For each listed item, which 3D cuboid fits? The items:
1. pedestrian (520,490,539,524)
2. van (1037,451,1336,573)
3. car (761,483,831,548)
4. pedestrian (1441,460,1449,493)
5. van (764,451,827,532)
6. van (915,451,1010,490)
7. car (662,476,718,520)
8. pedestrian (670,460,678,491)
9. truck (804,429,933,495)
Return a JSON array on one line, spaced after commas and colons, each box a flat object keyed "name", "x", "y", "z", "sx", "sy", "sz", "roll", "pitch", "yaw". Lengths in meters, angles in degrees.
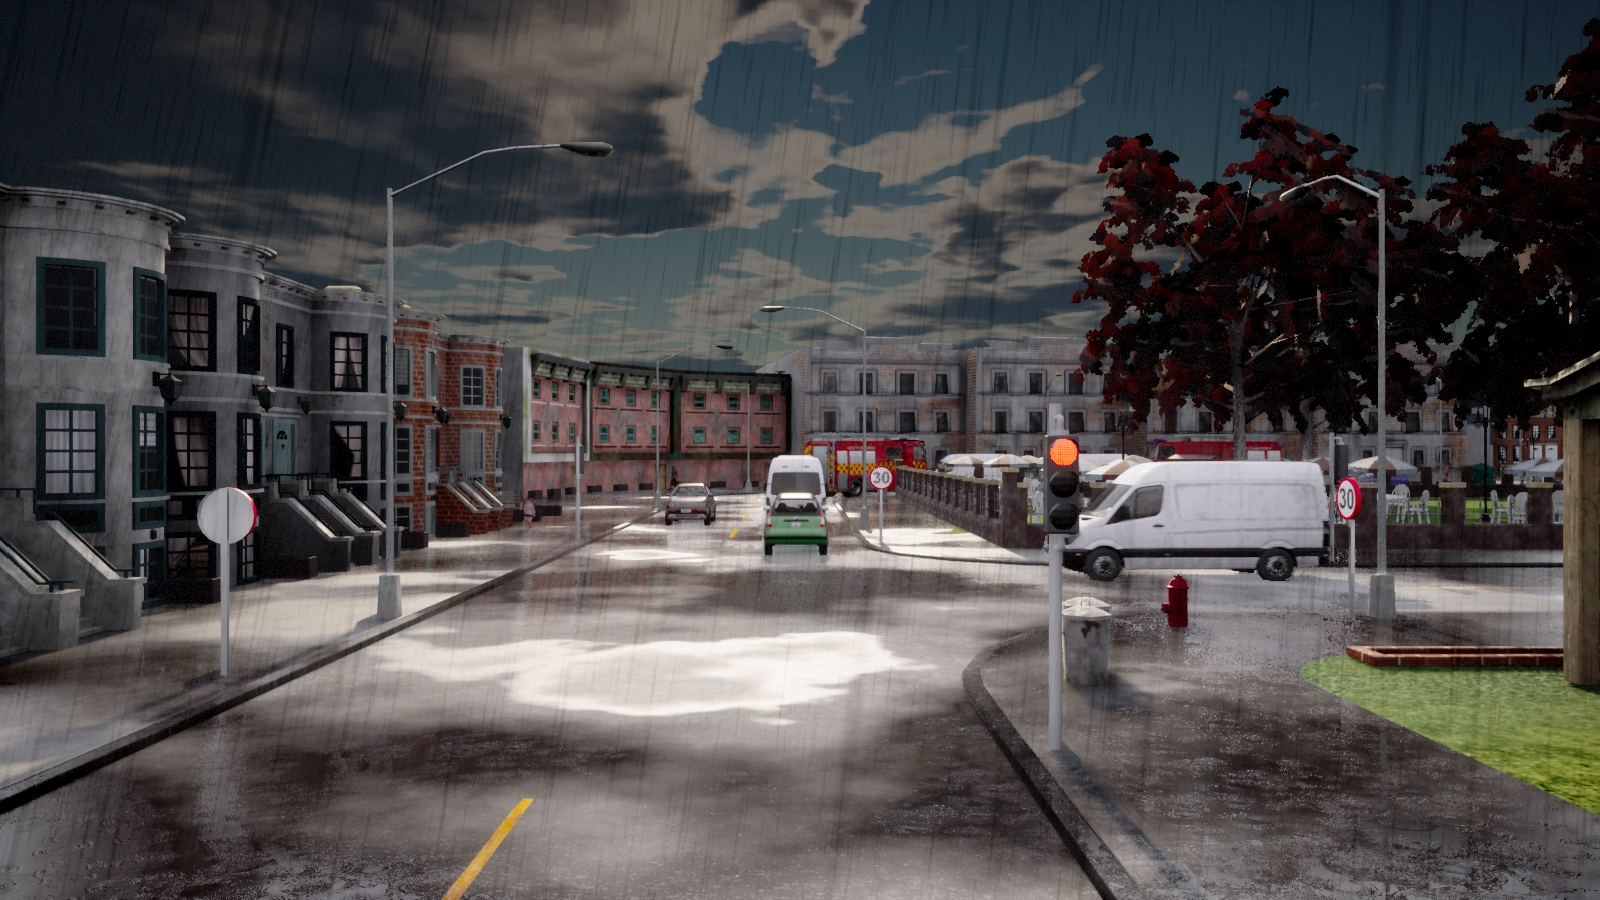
[{"name": "pedestrian", "x": -9.069, "y": 1.904, "z": 38.305, "sx": 0.500, "sy": 1.100, "sz": 0.500, "roll": 0, "pitch": 0, "yaw": 5}, {"name": "van", "x": 8.383, "y": 1.315, "z": 25.190, "sx": 5.915, "sy": 2.561, "sz": 1.988, "roll": 0, "pitch": 0, "yaw": 0}, {"name": "car", "x": -0.117, "y": 1.779, "z": 32.072, "sx": 1.851, "sy": 1.617, "sz": 3.988, "roll": 0, "pitch": 0, "yaw": 0}, {"name": "pedestrian", "x": 37.358, "y": 1.524, "z": 66.171, "sx": 0.375, "sy": 1.860, "sz": 0.375, "roll": 0, "pitch": 0, "yaw": 17}, {"name": "van", "x": -0.147, "y": 1.315, "z": 39.074, "sx": 1.988, "sy": 2.561, "sz": 5.915, "roll": 0, "pitch": 0, "yaw": 0}, {"name": "van", "x": 10.550, "y": 1.314, "z": 74.428, "sx": 5.915, "sy": 2.561, "sz": 1.988, "roll": 0, "pitch": 0, "yaw": 0}, {"name": "car", "x": -4.154, "y": 1.806, "z": 43.645, "sx": 1.789, "sy": 1.549, "sz": 3.705, "roll": 0, "pitch": 0, "yaw": 0}, {"name": "pedestrian", "x": -7.547, "y": 1.525, "z": 68.470, "sx": 0.375, "sy": 1.860, "sz": 0.375, "roll": 0, "pitch": 0, "yaw": 29}, {"name": "truck", "x": 4.295, "y": 0.672, "z": 70.228, "sx": 8.468, "sy": 3.827, "sz": 2.891, "roll": 0, "pitch": 0, "yaw": -43}]
